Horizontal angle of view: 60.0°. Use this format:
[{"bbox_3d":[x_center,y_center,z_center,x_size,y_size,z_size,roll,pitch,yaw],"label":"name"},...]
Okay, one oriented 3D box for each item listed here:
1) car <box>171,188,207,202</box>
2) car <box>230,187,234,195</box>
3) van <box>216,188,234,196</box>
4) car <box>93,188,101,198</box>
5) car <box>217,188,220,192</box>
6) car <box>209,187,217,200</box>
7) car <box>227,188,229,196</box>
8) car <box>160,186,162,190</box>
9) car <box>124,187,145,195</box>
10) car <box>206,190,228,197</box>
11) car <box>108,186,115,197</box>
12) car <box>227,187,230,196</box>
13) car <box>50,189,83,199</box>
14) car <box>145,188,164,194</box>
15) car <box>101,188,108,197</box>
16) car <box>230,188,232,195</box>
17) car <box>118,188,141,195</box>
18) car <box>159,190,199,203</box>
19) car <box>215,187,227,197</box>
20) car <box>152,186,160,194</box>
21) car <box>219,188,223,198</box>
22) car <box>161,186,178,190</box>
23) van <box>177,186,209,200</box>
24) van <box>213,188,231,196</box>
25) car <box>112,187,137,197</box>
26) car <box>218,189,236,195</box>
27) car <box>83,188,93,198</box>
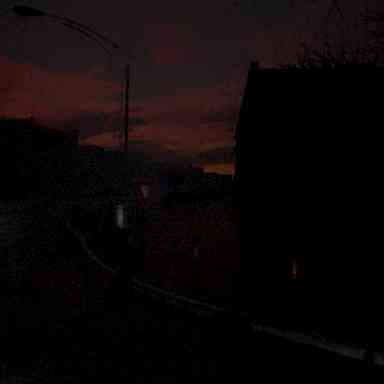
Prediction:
[{"bbox_3d":[-0.481,0.638,53.030,4.553,1.767,2.185,1,1,15],"label":"car"},{"bbox_3d":[7.192,-0.072,82.621,5.566,2.045,2.435,1,1,15],"label":"car"},{"bbox_3d":[8.672,-0.144,87.978,4.442,1.987,1.878,1,1,14],"label":"van"},{"bbox_3d":[-19.542,0.307,59.938,4.674,1.452,2.002,1,1,14],"label":"car"},{"bbox_3d":[2.304,0.555,63.929,5.008,1.535,2.097,1,1,15],"label":"car"},{"bbox_3d":[1.613,0.488,61.106,4.553,1.767,2.185,1,1,15],"label":"car"},{"bbox_3d":[4.550,0.392,71.829,5.366,1.575,1.946,1,1,15],"label":"car"},{"bbox_3d":[-11.258,-0.344,91.970,4.892,1.521,2.231,1,1,14],"label":"car"},{"bbox_3d":[-14.051,-0.274,81.300,4.553,1.767,2.185,1,1,14],"label":"car"},{"bbox_3d":[5.778,0.322,77.319,4.674,1.452,2.002,1,1,15],"label":"car"},{"bbox_3d":[-18.169,0.172,65.283,4.892,1.521,2.231,1,1,14],"label":"car"},{"bbox_3d":[5.076,0.083,74.688,5.566,2.045,2.435,1,1,15],"label":"car"},{"bbox_3d":[-20.892,0.231,54.586,4.553,1.767,2.185,1,1,14],"label":"car"},{"bbox_3d":[-10.569,-0.391,94.639,4.892,1.521,2.231,1,1,14],"label":"car"},{"bbox_3d":[-18.821,0.095,62.597,4.553,1.767,2.185,1,1,14],"label":"car"},{"bbox_3d":[6.460,0.270,79.946,4.674,1.452,2.002,1,1,15],"label":"car"},{"bbox_3d":[-14.719,-0.096,78.628,5.008,1.535,2.097,1,1,14],"label":"car"},{"bbox_3d":[-1.906,0.870,47.788,4.792,1.488,2.163,1,1,15],"label":"car"},{"bbox_3d":[3.705,0.196,69.172,5.566,2.045,2.435,1,1,14],"label":"car"},{"bbox_3d":[-11.948,-0.296,89.301,4.892,1.521,2.231,1,1,14],"label":"car"},{"bbox_3d":[2.982,0.503,66.495,4.892,1.521,2.231,1,1,15],"label":"car"},{"bbox_3d":[-4.044,0.042,69.969,2.150,2.045,5.566,1,1,15],"label":"car"},{"bbox_3d":[0.107,0.488,55.880,4.442,1.987,1.878,1,1,15],"label":"van"},{"bbox_3d":[7.749,-0.101,85.349,4.442,1.987,1.878,1,1,15],"label":"van"},{"bbox_3d":[-13.313,0.249,65.534,1.837,1.490,4.892,1,2,15],"label":"car"},{"bbox_3d":[9.921,0.013,93.401,4.792,1.488,2.163,1,1,15],"label":"car"},{"bbox_3d":[-20.238,0.314,57.272,5.008,1.535,2.097,1,1,14],"label":"car"}]
